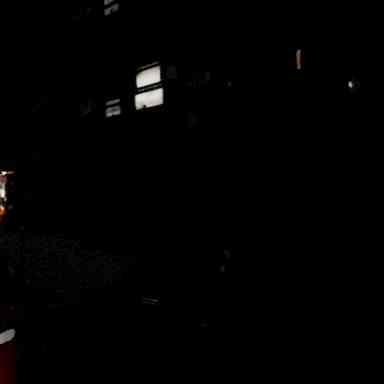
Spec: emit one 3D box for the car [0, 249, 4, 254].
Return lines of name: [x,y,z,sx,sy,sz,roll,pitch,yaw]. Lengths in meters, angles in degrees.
car: [-5.118,1.444,6.416,4.097,1.590,1.967,0,-1,36]

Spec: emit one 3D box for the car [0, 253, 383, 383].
car: [-0.623,1.546,3.191,4.507,1.381,1.887,0,-1,36]
